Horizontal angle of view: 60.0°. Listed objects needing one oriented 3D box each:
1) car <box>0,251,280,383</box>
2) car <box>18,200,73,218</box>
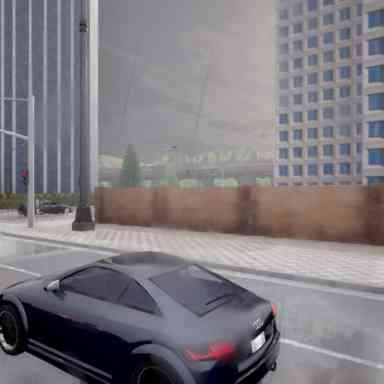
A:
[{"bbox_3d":[-0.946,1.564,4.677,4.181,1.385,1.994,0,0,35],"label":"car"},{"bbox_3d":[-13.389,1.504,30.699,1.837,1.490,4.892,0,0,36],"label":"car"}]
